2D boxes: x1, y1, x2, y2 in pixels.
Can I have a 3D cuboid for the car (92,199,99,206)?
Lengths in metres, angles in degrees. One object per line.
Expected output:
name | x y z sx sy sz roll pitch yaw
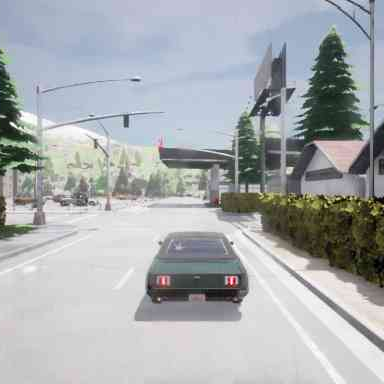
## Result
car | -16.149 1.361 50.647 3.806 1.475 1.970 0 0 0

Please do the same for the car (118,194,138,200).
car | -16.380 1.330 84.904 5.027 1.636 2.152 0 0 0

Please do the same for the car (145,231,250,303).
car | 0.100 1.601 8.130 1.895 1.301 4.718 0 0 0

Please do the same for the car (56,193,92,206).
car | -16.743 1.077 47.319 3.866 1.878 1.905 0 0 0

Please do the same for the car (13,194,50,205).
car | -24.628 1.097 50.565 4.605 1.855 1.932 0 0 0

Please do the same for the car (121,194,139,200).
car | -16.449 1.339 88.040 4.514 1.523 2.007 0 0 0

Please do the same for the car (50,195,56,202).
car | -23.982 1.298 63.025 4.514 1.523 2.007 0 0 0

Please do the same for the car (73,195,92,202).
car | -23.992 1.319 73.018 3.633 1.501 1.845 0 0 0

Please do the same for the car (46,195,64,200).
car | -35.046 1.384 84.953 3.806 1.475 1.970 0 0 0
